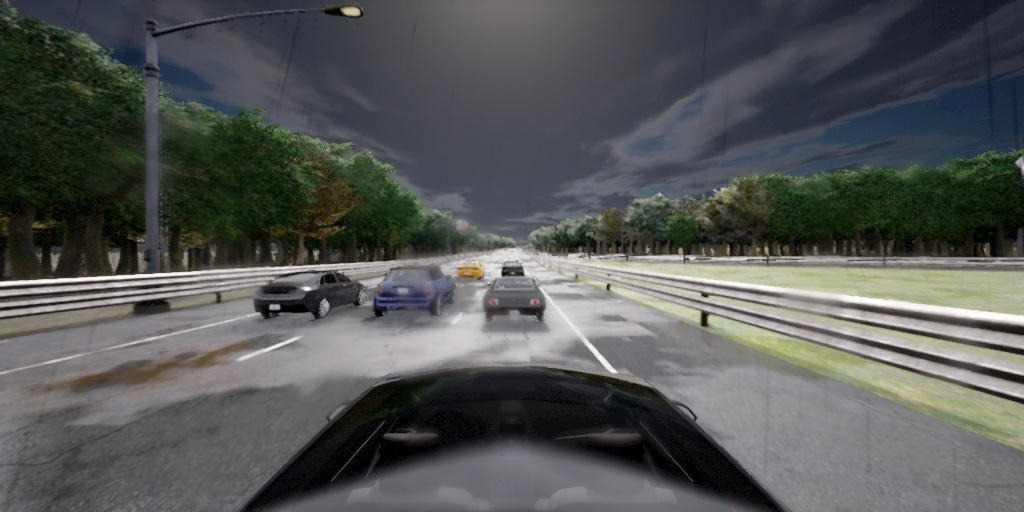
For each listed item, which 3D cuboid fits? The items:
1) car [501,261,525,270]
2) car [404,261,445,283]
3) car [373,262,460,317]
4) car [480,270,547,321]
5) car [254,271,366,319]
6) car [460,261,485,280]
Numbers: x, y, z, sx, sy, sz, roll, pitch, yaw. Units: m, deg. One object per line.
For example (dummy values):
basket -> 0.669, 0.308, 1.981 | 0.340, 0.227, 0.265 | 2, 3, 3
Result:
car -> 0.064, 1.181, 30.555 | 1.882, 1.535, 5.008 | 0, 0, 0
car -> -6.938, 1.200, 28.978 | 2.128, 1.511, 4.902 | 0, 0, 0
car -> -3.426, 1.114, 13.462 | 2.097, 1.767, 4.553 | 0, 0, 0
car -> 0.080, 1.365, 12.619 | 1.895, 1.301, 4.718 | 0, 0, 0
car -> -6.927, 1.266, 12.903 | 1.837, 1.490, 4.892 | 0, 0, 0
car -> -3.435, 1.180, 30.558 | 1.882, 1.535, 5.008 | 0, 0, 0
